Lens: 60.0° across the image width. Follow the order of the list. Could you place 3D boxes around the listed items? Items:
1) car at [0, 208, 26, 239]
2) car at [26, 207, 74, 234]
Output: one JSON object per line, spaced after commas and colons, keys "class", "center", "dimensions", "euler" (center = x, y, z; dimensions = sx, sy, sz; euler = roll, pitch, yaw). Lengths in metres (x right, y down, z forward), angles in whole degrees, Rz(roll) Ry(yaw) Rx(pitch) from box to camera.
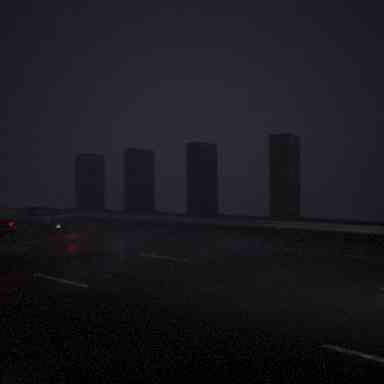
{"class": "car", "center": [-10.427, 1.479, 15.326], "dimensions": [5.357, 1.411, 2.033], "euler": [0, 1, 29]}
{"class": "car", "center": [-8.820, 1.491, 18.285], "dimensions": [4.718, 1.301, 1.895], "euler": [0, 1, 30]}
